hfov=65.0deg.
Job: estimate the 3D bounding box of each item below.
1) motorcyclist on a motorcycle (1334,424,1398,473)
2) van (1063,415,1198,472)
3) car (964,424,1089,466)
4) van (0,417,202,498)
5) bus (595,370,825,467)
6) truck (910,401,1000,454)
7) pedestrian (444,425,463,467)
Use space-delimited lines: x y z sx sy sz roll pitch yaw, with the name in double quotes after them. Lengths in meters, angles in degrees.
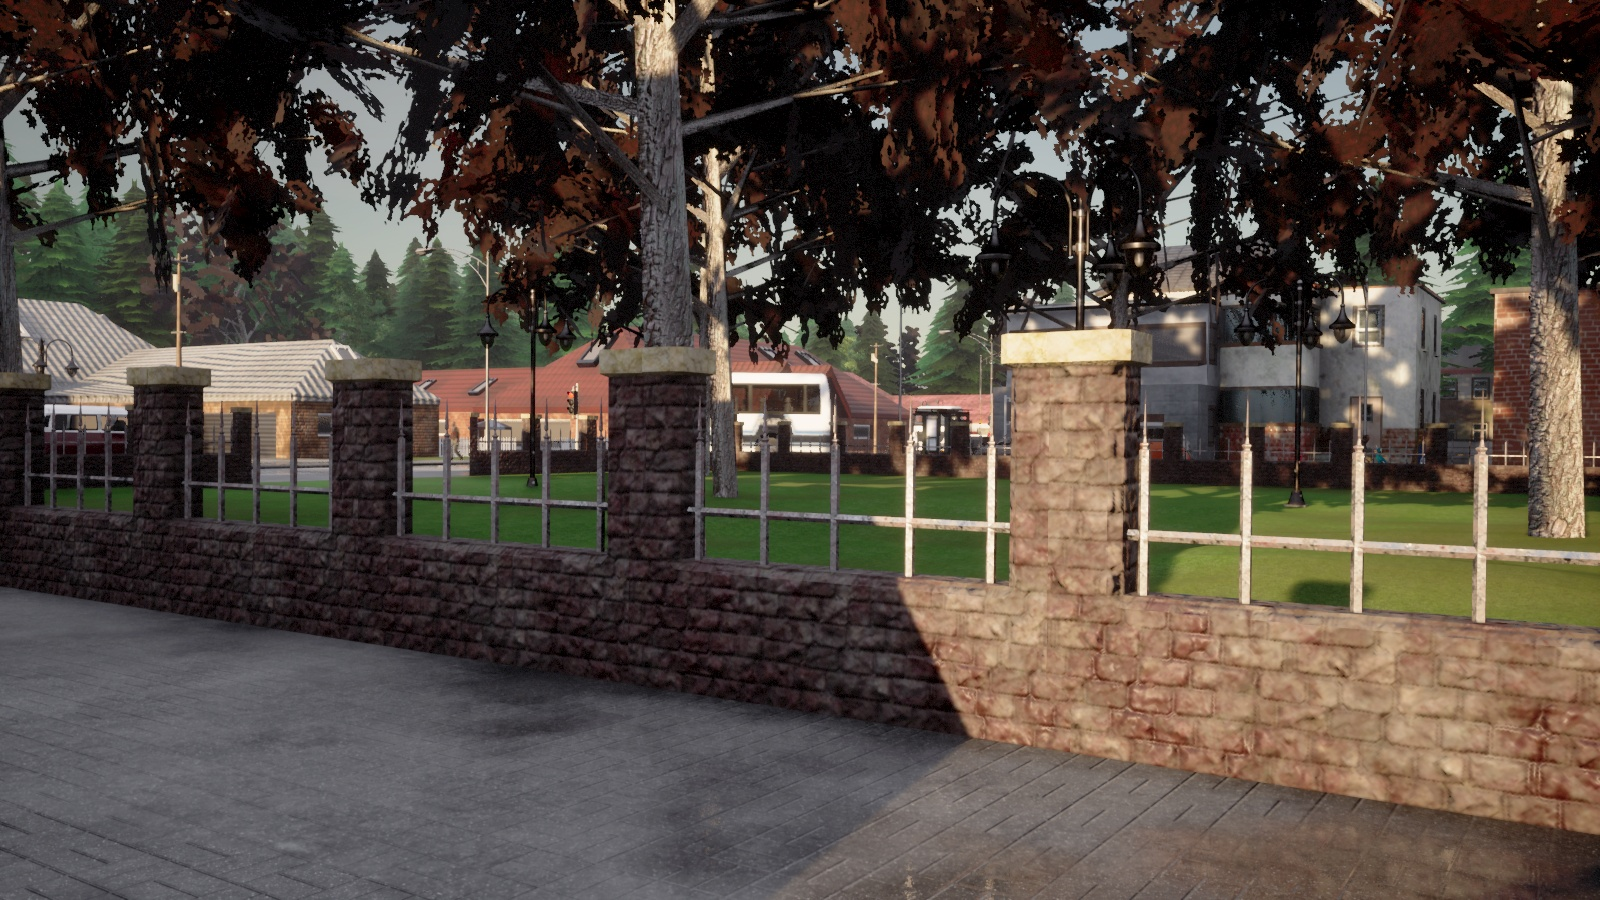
18.643 -0.049 41.342 1.817 1.590 0.866 0 1 32 "motorcyclist on a motorcycle"
12.015 -0.250 45.763 4.442 1.987 1.775 0 1 32 "van"
9.411 -0.226 52.346 4.611 1.667 2.242 0 1 34 "car"
-19.074 0.157 34.308 2.069 2.038 4.480 0 1 33 "van"
-4.223 -1.407 58.448 10.273 4.253 3.944 -1 0 -6 "bus"
10.791 -1.532 86.497 2.891 3.462 7.936 0 1 34 "truck"
-15.115 -0.177 54.806 0.376 1.854 0.720 0 1 33 "pedestrian"
